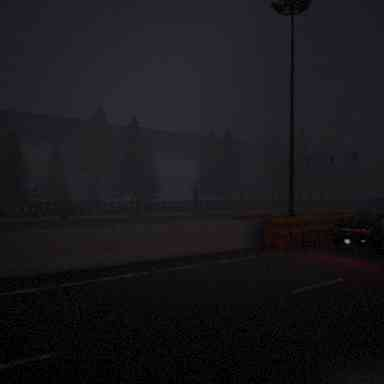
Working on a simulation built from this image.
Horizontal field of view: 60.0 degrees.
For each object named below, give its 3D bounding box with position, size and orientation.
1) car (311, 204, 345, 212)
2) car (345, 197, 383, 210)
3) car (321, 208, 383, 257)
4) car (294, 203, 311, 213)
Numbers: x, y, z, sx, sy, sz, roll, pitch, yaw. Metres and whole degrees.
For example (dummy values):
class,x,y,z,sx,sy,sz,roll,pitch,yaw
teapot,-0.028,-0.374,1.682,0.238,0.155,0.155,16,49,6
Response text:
class,x,y,z,sx,sy,sz,roll,pitch,yaw
car,13.324,1.833,30.586,4.181,1.385,1.994,1,0,-35
car,15.556,1.476,27.876,5.566,2.045,2.150,1,0,-36
car,7.704,1.625,13.663,4.902,1.511,2.128,1,0,-35
car,11.291,1.833,33.435,4.181,1.385,1.994,1,0,-35
